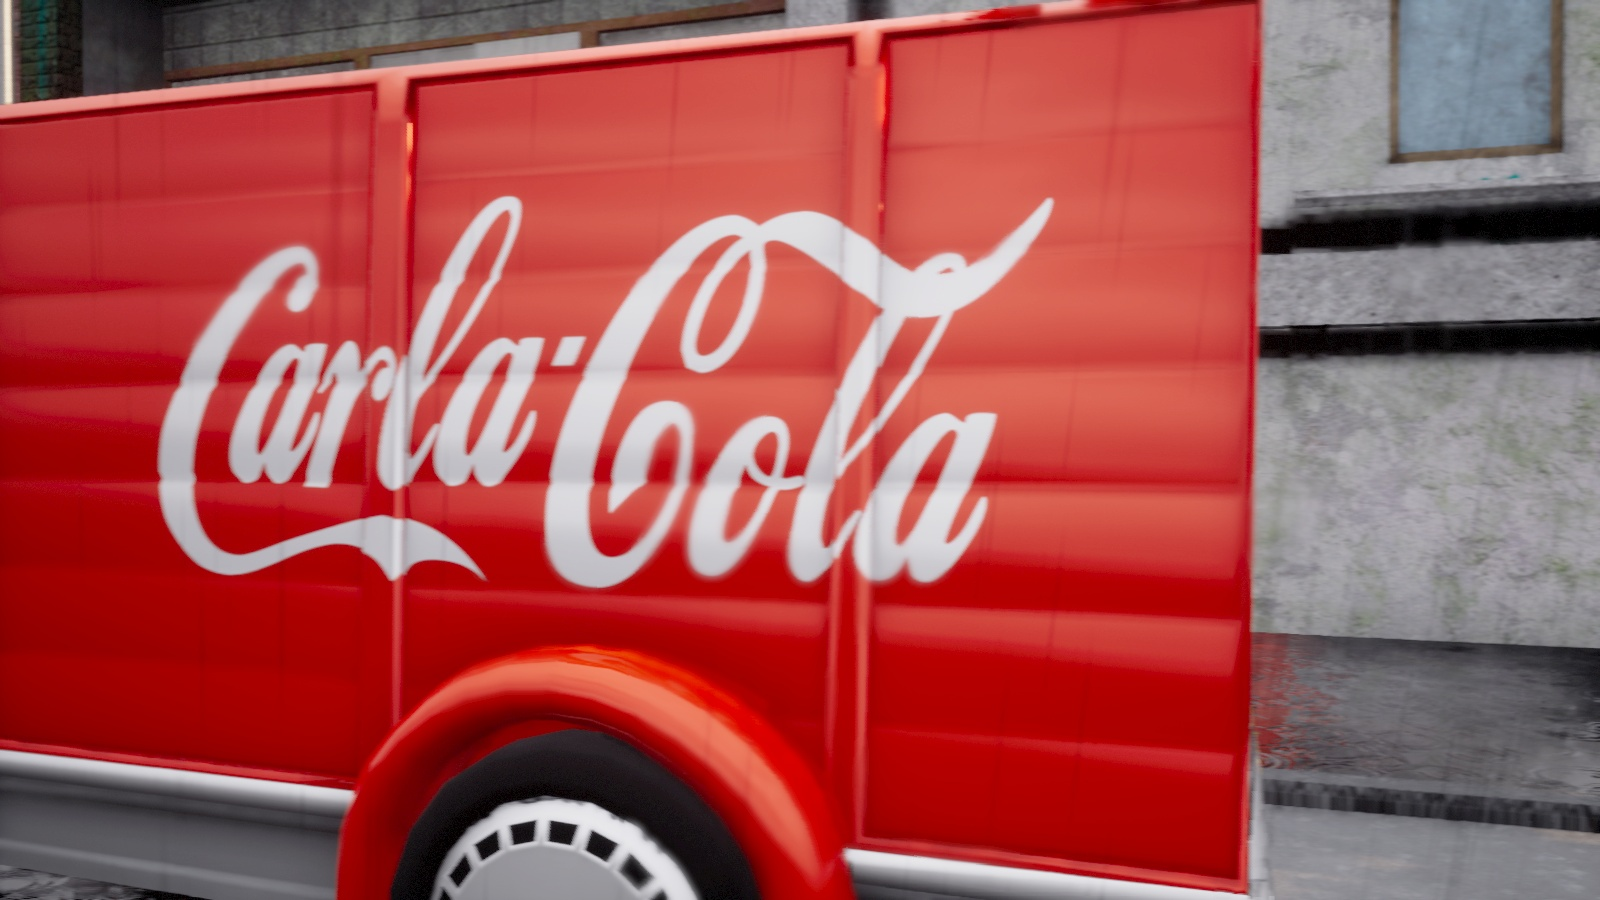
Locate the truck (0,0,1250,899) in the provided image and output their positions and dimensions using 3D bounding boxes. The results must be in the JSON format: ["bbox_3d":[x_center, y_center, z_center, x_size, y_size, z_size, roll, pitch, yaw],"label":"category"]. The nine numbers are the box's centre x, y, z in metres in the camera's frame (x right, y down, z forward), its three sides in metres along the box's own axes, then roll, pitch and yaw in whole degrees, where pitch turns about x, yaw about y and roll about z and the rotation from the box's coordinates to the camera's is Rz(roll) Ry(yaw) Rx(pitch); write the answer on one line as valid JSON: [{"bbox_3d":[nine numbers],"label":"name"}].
[{"bbox_3d":[-1.313,0.263,4.155,5.204,2.467,2.627,1,1,19],"label":"truck"}]
